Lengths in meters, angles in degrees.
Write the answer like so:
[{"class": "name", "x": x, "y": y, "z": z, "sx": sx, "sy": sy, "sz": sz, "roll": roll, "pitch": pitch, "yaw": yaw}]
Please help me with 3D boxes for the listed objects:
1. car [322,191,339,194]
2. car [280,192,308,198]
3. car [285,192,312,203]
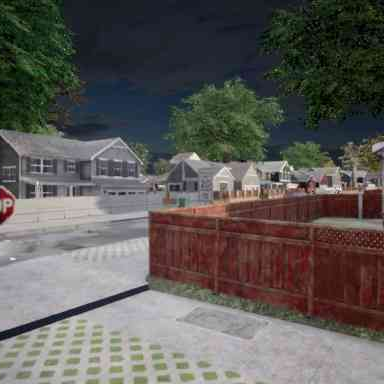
[{"class": "car", "x": 20.459, "y": 0.556, "z": 49.379, "sx": 1.837, "sy": 1.490, "sz": 4.892, "roll": 0, "pitch": 1, "yaw": 35}, {"class": "car", "x": 10.371, "y": 0.966, "z": 34.954, "sx": 1.895, "sy": 1.301, "sz": 4.718, "roll": 0, "pitch": 1, "yaw": 35}, {"class": "car", "x": 14.894, "y": 0.691, "z": 46.219, "sx": 2.033, "sy": 1.411, "sz": 5.357, "roll": 0, "pitch": 1, "yaw": 35}]
